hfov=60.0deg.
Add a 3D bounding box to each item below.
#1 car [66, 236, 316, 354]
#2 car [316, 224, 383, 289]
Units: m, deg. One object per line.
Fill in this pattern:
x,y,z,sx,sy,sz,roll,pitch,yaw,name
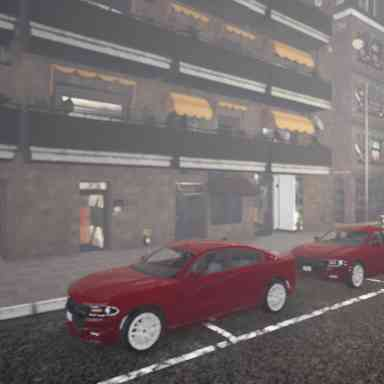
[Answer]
0.050,1.583,6.148,4.507,1.381,1.887,1,-1,-36,car
4.648,1.642,9.433,4.507,1.381,1.887,1,-1,-36,car
